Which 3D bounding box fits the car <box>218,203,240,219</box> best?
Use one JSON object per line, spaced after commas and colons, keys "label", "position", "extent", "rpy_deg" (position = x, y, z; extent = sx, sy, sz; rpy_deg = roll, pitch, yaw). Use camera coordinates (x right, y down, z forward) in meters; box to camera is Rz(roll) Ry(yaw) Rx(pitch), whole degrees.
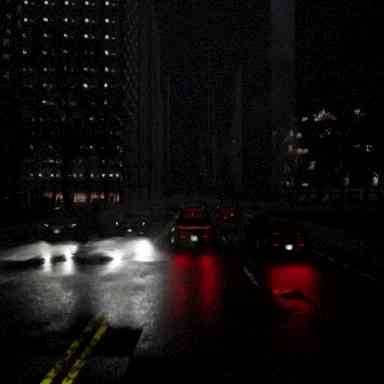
{"label": "car", "position": [3.347, 1.755, 30.238], "extent": [1.882, 1.535, 5.008], "rpy_deg": [0, 0, 0]}

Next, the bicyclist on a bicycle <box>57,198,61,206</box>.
{"label": "bicyclist on a bicycle", "position": [-25.156, 1.964, 63.016], "extent": [0.582, 1.620, 1.656], "rpy_deg": [0, -1, 2]}

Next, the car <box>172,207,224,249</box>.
{"label": "car", "position": [0.095, 1.635, 15.371], "extent": [2.128, 1.511, 4.902], "rpy_deg": [0, -1, 0]}

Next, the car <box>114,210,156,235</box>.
{"label": "car", "position": [-3.346, 1.789, 20.129], "extent": [1.895, 1.301, 4.718], "rpy_deg": [0, -1, 0]}

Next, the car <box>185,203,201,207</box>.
{"label": "car", "position": [0.098, 1.757, 30.457], "extent": [1.882, 1.535, 5.008], "rpy_deg": [0, -1, 0]}

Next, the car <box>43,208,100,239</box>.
{"label": "car", "position": [-6.596, 1.667, 18.679], "extent": [2.128, 1.511, 4.902], "rpy_deg": [0, -1, 0]}

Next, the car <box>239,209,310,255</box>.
{"label": "car", "position": [3.346, 1.638, 13.843], "extent": [1.837, 1.490, 4.892], "rpy_deg": [0, 0, 0]}
